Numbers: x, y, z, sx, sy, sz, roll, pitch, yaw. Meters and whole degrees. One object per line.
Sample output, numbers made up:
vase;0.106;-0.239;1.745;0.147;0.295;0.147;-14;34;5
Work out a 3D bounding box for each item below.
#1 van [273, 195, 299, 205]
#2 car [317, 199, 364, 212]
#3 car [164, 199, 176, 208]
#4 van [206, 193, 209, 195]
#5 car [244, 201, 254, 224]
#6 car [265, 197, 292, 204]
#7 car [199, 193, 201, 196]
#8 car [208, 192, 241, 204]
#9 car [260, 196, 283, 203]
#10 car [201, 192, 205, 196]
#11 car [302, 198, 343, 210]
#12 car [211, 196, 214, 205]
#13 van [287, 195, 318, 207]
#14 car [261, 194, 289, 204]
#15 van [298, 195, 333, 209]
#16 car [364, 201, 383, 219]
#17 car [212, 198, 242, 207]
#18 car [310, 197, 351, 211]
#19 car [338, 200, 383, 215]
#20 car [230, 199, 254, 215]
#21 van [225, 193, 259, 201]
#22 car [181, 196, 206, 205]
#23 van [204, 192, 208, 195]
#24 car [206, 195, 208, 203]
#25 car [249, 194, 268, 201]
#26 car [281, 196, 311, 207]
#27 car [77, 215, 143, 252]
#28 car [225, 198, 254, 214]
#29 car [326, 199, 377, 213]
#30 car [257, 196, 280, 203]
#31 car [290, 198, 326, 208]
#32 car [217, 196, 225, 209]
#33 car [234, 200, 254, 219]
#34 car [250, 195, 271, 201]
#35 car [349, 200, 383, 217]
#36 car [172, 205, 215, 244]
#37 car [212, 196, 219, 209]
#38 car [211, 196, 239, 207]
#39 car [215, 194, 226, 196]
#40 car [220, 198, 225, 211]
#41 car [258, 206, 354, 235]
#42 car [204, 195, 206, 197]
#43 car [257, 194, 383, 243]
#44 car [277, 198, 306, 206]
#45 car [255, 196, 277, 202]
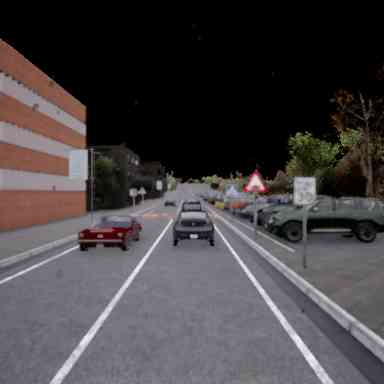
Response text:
van;18.096;1.561;64.147;4.442;1.987;1.878;0;0;-1
car;18.515;1.660;41.684;5.008;1.535;2.097;0;0;-1
car;-3.633;1.872;55.083;1.895;1.301;4.718;0;0;0
van;5.681;1.562;69.711;4.442;1.987;1.878;0;0;-1
car;6.223;1.547;21.539;5.008;1.535;2.097;0;0;-1
car;18.132;1.786;69.928;5.008;1.535;2.097;0;1;-1
car;5.244;1.518;95.021;4.792;1.488;2.163;0;1;-1
car;5.828;1.473;52.620;5.566;2.045;2.435;0;0;-1
car;18.031;1.751;75.585;4.792;1.488;2.163;0;1;-1
car;5.421;1.440;78.064;5.566;2.045;2.435;0;1;-1
car;18.447;1.692;47.331;5.008;1.535;2.097;0;0;-1
car;6.024;1.706;49.795;5.366;1.575;1.946;0;0;-1
van;18.446;1.513;55.680;4.442;1.987;1.878;0;0;-1
car;18.071;1.504;72.759;5.566;2.045;2.435;0;1;-1
van;18.521;1.481;50.030;4.442;1.987;1.878;0;0;-1
car;18.672;1.596;30.266;5.008;1.535;2.097;0;0;-1
car;5.763;1.780;55.443;4.674;1.452;2.002;0;0;-1
car;18.512;1.551;44.509;4.553;1.767;2.185;0;0;-1
car;18.629;1.657;35.914;4.792;1.488;2.163;0;0;-1
car;6.114;1.637;30.014;4.674;1.452;2.002;0;0;-1
van;6.150;1.403;35.668;4.442;1.987;1.878;0;0;-1
car;-0.016;1.440;32.881;2.128;1.511;4.902;0;-2;0
van;5.605;1.500;75.241;4.442;1.987;1.878;0;1;-1
car;5.678;1.772;61.094;5.008;1.535;2.097;0;0;-1
car;17.840;1.428;89.575;4.553;1.767;2.185;0;1;-1
car;18.258;1.630;58.624;4.553;1.767;2.185;0;0;-1
car;-3.383;1.695;14.480;1.895;1.301;4.718;0;0;0
car;6.043;1.643;32.840;4.792;1.488;2.163;0;0;-1
car;18.563;1.644;38.861;5.008;1.535;2.097;0;0;-1
car;17.993;1.717;78.409;4.792;1.488;2.163;0;1;-1
car;18.373;1.724;52.853;4.892;1.521;2.231;0;0;-1
car;6.141;1.658;41.319;5.366;1.575;1.946;0;0;-1
car;6.148;1.621;27.189;4.674;1.452;2.002;0;0;-1
car;17.903;1.586;86.878;5.008;1.535;2.097;0;1;-1
car;18.634;1.612;33.090;5.008;1.535;2.097;0;0;-1
car;0.068;1.608;16.263;1.837;1.490;4.892;0;0;0
car;5.731;1.674;44.139;5.366;1.575;1.946;0;0;-1
car;5.753;1.631;58.270;4.553;1.767;2.185;0;0;-1
car;5.909;1.567;46.968;4.553;1.767;2.185;0;0;-1
car;5.992;1.685;38.491;4.674;1.452;2.002;0;0;-1
car;6.264;1.568;18.711;4.674;1.452;2.002;0;0;-1
car;5.529;1.800;72.418;4.674;1.452;2.002;0;1;-1
car;6.278;1.257;15.888;5.566;2.045;2.435;0;0;-1
car;18.284;1.800;61.321;4.792;1.488;2.163;0;0;-1
car;17.993;1.657;81.107;4.892;1.521;2.231;0;1;-1
